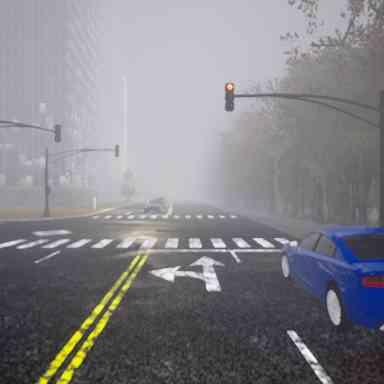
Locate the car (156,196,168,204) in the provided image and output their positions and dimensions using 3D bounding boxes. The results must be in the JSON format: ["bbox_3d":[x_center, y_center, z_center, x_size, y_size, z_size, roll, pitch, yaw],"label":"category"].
[{"bbox_3d":[-5.755,1.527,64.465,2.128,1.511,4.902,0,0,-4],"label":"car"}]

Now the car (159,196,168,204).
[{"bbox_3d":[-4.718,1.497,47.078,1.882,1.535,5.008,0,0,-3],"label":"car"}]

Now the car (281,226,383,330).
[{"bbox_3d":[3.266,1.441,6.916,1.882,1.535,5.008,-3,-1,1],"label":"car"}]

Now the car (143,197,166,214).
[{"bbox_3d":[-4.210,1.561,36.589,2.033,1.411,5.357,0,0,-3],"label":"car"}]
